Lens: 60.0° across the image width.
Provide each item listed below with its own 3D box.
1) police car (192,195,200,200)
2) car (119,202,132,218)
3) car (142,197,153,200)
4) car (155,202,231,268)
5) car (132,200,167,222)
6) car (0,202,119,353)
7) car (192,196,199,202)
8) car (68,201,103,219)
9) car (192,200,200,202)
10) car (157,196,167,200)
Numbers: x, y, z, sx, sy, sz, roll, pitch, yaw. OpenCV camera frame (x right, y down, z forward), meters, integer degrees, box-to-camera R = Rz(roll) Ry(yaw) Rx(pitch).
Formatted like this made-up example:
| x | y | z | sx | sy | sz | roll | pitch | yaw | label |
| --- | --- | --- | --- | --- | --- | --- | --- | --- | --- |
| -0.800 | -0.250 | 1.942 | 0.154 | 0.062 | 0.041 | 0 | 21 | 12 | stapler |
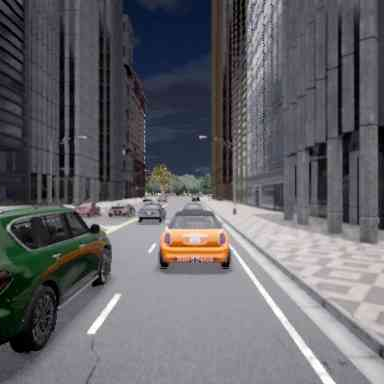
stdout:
| x | y | z | sx | sy | sz | roll | pitch | yaw | label |
| --- | --- | --- | --- | --- | --- | --- | --- | --- | --- |
| 0.979 | 1.716 | 81.843 | 1.930 | 1.638 | 5.238 | 0 | 0 | 0 | police car |
| -6.595 | 1.682 | 31.514 | 1.994 | 1.385 | 4.181 | 0 | 0 | 0 | car |
| -9.746 | 1.820 | 72.936 | 1.895 | 1.301 | 4.718 | 0 | 0 | 0 | car |
| 0.089 | 1.394 | 11.555 | 2.097 | 1.767 | 4.553 | 0 | 0 | 0 | car |
| -3.153 | 1.648 | 26.986 | 2.033 | 1.411 | 5.357 | 0 | 0 | 0 | car |
| -3.171 | 1.247 | 6.323 | 2.150 | 2.045 | 5.566 | 0 | 0 | 0 | car |
| 0.980 | 1.778 | 91.923 | 1.801 | 1.575 | 5.366 | 0 | 0 | 0 | car |
| -9.845 | 1.642 | 31.074 | 1.812 | 1.442 | 4.674 | 0 | 0 | 0 | car |
| 0.098 | 1.648 | 27.033 | 2.033 | 1.411 | 5.357 | 0 | 0 | 0 | car |
| -6.496 | 1.703 | 72.966 | 1.882 | 1.535 | 5.008 | 0 | 0 | 0 | car |
